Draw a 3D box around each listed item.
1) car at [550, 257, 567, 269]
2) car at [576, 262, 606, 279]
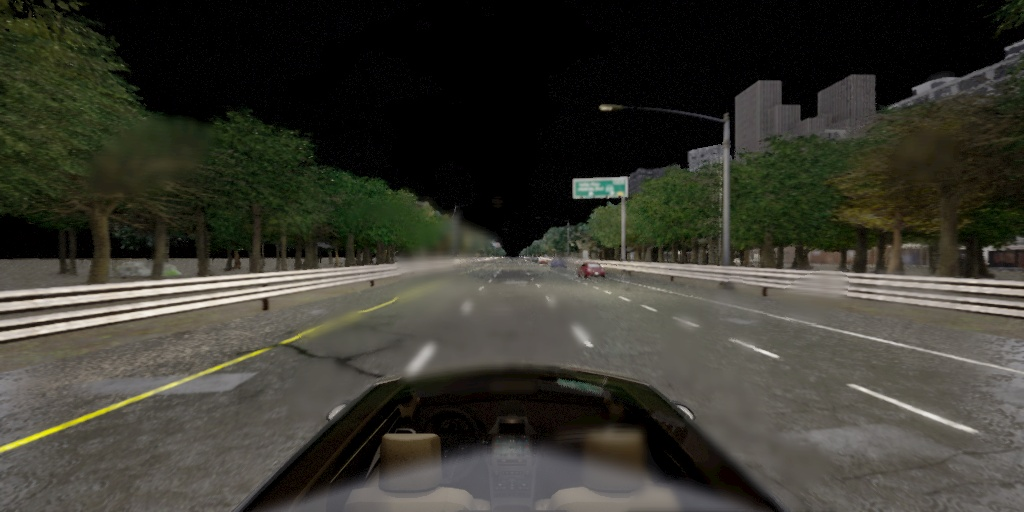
[{"bbox_3d":[7.093,1.077,55.003,2.097,1.767,4.553,0,0,0],"label":"car"},{"bbox_3d":[7.033,1.269,32.021,1.812,1.442,4.674,0,0,0],"label":"car"}]
